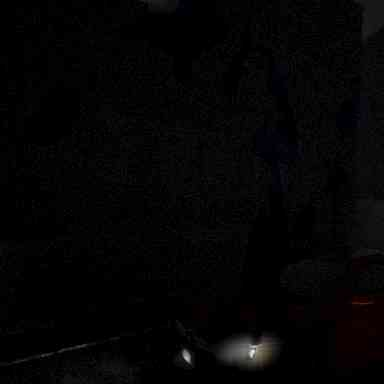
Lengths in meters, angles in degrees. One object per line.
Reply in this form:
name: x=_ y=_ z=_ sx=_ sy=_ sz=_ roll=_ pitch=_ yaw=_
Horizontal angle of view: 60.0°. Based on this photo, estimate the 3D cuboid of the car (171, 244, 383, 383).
car: x=1.965 y=1.550 z=4.845 sx=4.674 sy=1.442 sz=1.812 roll=0 pitch=-1 yaw=-30
